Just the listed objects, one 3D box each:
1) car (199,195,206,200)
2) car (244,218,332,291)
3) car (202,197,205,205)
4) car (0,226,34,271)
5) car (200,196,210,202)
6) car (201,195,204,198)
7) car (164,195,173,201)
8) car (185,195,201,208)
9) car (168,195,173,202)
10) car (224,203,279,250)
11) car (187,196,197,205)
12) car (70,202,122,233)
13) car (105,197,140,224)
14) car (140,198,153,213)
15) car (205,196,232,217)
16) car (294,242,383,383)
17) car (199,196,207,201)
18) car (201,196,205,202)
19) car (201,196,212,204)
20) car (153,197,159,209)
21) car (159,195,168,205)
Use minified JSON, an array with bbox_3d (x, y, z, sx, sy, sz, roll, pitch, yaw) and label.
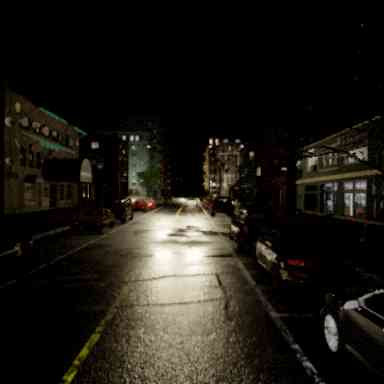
[{"bbox_3d":[2.810,1.589,92.153,1.887,1.381,4.507,0,0,0],"label":"car"},{"bbox_3d":[2.696,1.583,8.722,1.802,1.307,4.206,1,0,0],"label":"car"},{"bbox_3d":[2.690,1.577,41.921,1.947,1.339,4.313,0,0,0],"label":"car"},{"bbox_3d":[-5.684,1.583,8.723,1.802,1.307,4.206,1,0,0],"label":"car"},{"bbox_3d":[2.814,1.595,74.150,1.947,1.339,4.313,0,0,0],"label":"car"},{"bbox_3d":[2.748,1.544,58.384,1.752,1.417,4.829,0,0,0],"label":"car"},{"bbox_3d":[-5.826,1.475,82.049,1.967,1.590,4.097,0,0,0],"label":"car"},{"bbox_3d":[-0.008,1.540,49.625,1.812,1.442,4.674,0,0,0],"label":"car"},{"bbox_3d":[-5.819,1.578,71.230,2.008,1.369,4.403,1,0,0],"label":"car"},{"bbox_3d":[2.696,1.442,14.256,1.967,1.590,4.097,1,0,0],"label":"car"},{"bbox_3d":[-0.010,1.523,59.627,1.837,1.490,4.892,0,0,0],"label":"car"},{"bbox_3d":[-5.686,1.528,19.618,1.752,1.417,4.829,1,0,0],"label":"car"},{"bbox_3d":[-5.685,1.319,25.322,2.192,1.841,5.009,1,0,0],"label":"car"},{"bbox_3d":[-5.690,1.590,36.387,1.802,1.307,4.206,1,0,0],"label":"car"},{"bbox_3d":[2.694,1.321,30.855,2.192,1.841,5.009,0,0,0],"label":"car"},{"bbox_3d":[2.697,1.551,3.189,2.008,1.369,4.403,1,0,0],"label":"car"},{"bbox_3d":[2.812,1.618,83.151,1.802,1.307,4.206,0,0,0],"label":"car"},{"bbox_3d":[2.696,1.558,47.147,1.887,1.381,4.507,0,0,0],"label":"car"},{"bbox_3d":[2.786,1.574,66.605,2.008,1.369,4.403,0,0,0],"label":"car"},{"bbox_3d":[-5.689,1.451,41.921,1.967,1.590,4.097,1,0,0],"label":"car"},{"bbox_3d":[-5.763,1.545,59.995,1.752,1.417,4.829,1,0,0],"label":"car"}]
